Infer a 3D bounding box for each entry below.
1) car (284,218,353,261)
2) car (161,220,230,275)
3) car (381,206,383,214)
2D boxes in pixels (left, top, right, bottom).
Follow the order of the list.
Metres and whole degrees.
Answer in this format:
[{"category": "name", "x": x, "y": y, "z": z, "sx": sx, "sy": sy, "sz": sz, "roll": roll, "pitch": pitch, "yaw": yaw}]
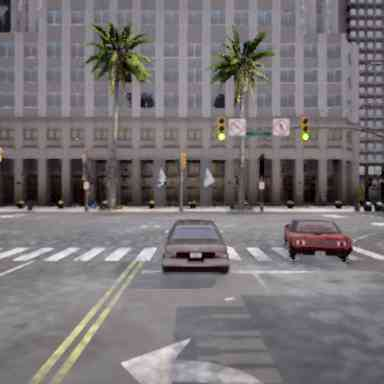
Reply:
[{"category": "car", "x": 4.531, "y": 1.643, "z": 12.575, "sx": 1.895, "sy": 1.301, "sz": 4.718, "roll": 0, "pitch": 0, "yaw": 13}, {"category": "car", "x": 0.079, "y": 1.583, "z": 10.532, "sx": 2.033, "sy": 1.411, "sz": 5.357, "roll": 0, "pitch": 0, "yaw": 0}, {"category": "car", "x": 21.330, "y": 1.463, "z": 33.017, "sx": 4.553, "sy": 1.767, "sz": 2.097, "roll": 0, "pitch": 0, "yaw": 0}]
